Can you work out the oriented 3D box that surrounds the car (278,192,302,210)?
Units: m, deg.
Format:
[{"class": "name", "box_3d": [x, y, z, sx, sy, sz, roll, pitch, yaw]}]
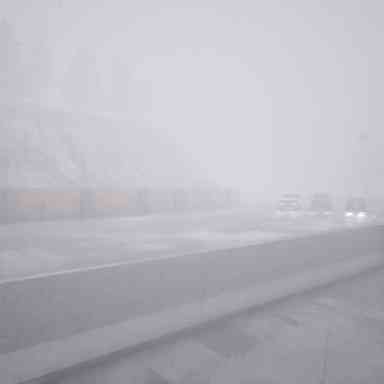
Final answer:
[{"class": "car", "box_3d": [11.821, 1.072, 39.829, 2.150, 2.045, 5.566, 0, 0, 24]}]

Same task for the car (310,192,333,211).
[{"class": "car", "box_3d": [15.011, 1.080, 38.389, 2.150, 2.045, 5.566, 0, 0, 24]}]

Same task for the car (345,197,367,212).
[{"class": "car", "box_3d": [18.066, 1.323, 36.685, 2.128, 1.511, 4.902, 0, 0, 25]}]
